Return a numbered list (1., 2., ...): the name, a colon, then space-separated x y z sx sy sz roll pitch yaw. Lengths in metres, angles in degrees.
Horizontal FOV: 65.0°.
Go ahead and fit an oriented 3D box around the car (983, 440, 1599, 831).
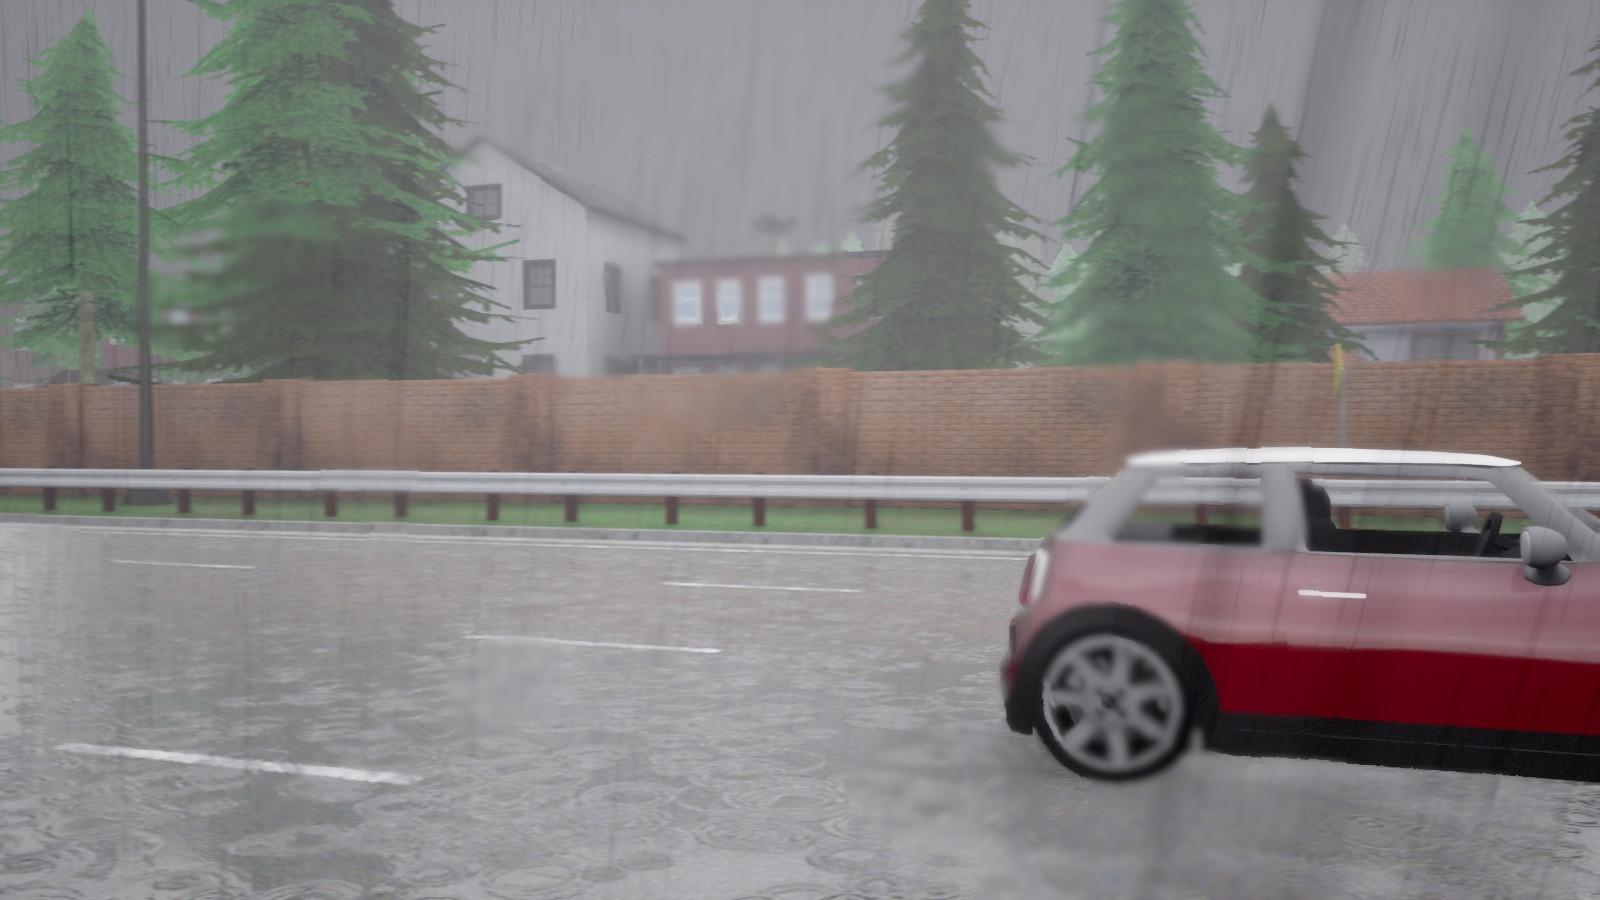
1. car: 2.934 0.709 5.895 3.806 1.475 1.970 1 1 19
